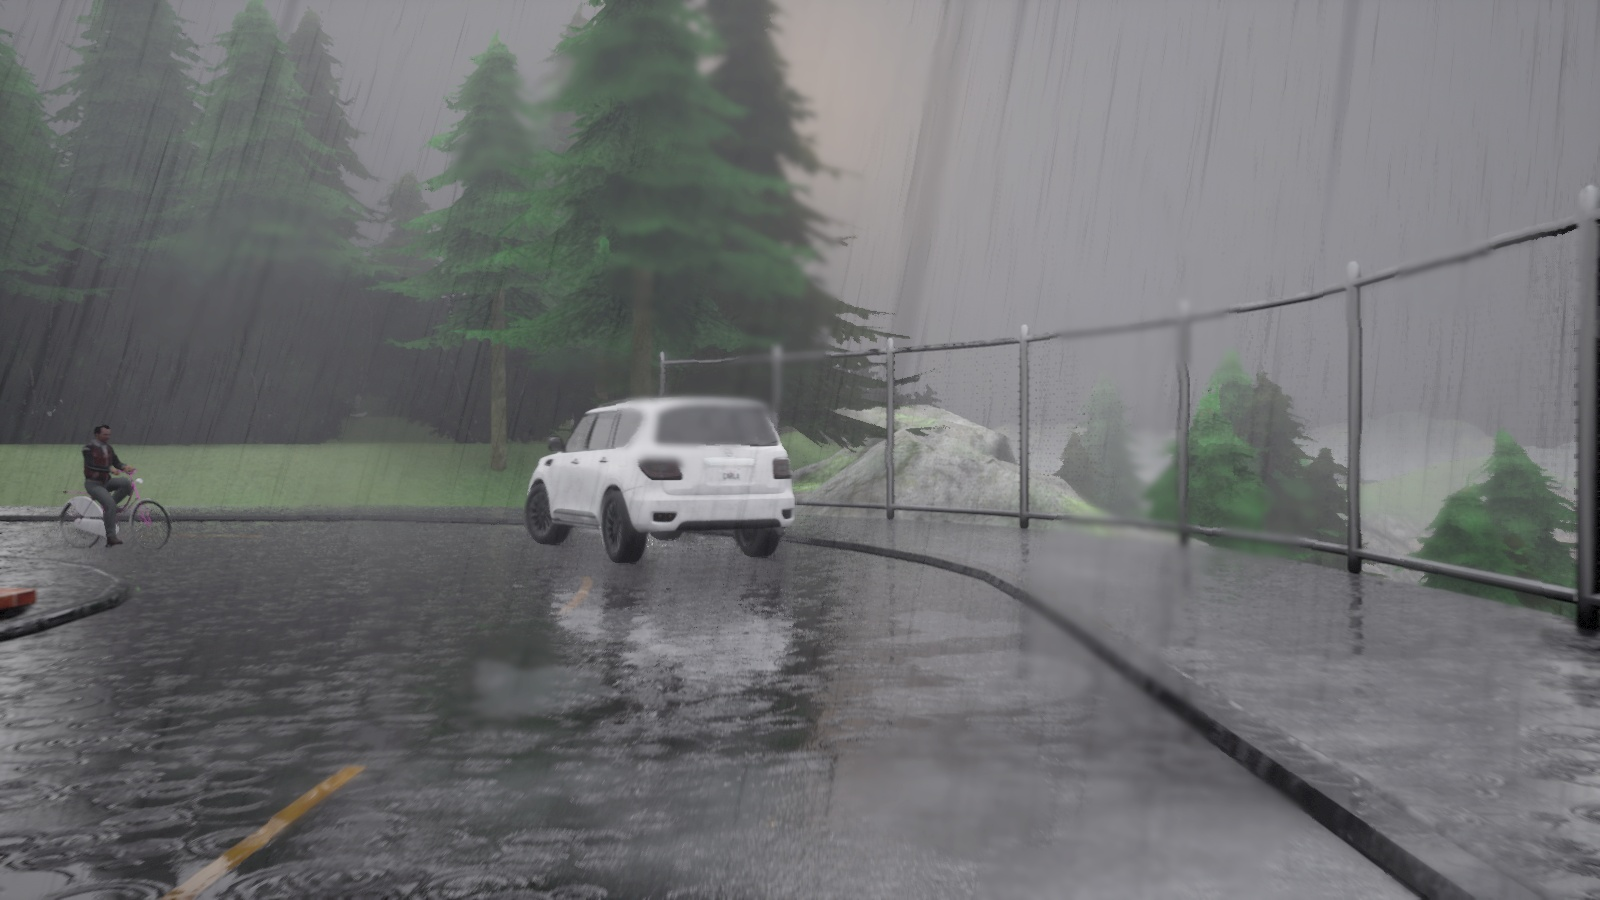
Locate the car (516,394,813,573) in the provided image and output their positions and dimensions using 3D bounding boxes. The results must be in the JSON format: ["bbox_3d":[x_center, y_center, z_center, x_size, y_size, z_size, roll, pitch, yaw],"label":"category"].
[{"bbox_3d":[-2.101,0.368,17.289,2.150,2.045,5.566,0,0,-28],"label":"car"}]

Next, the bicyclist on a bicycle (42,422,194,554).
[{"bbox_3d":[-9.520,0.512,17.544,1.843,1.776,0.659,0,2,13],"label":"bicyclist on a bicycle"}]
